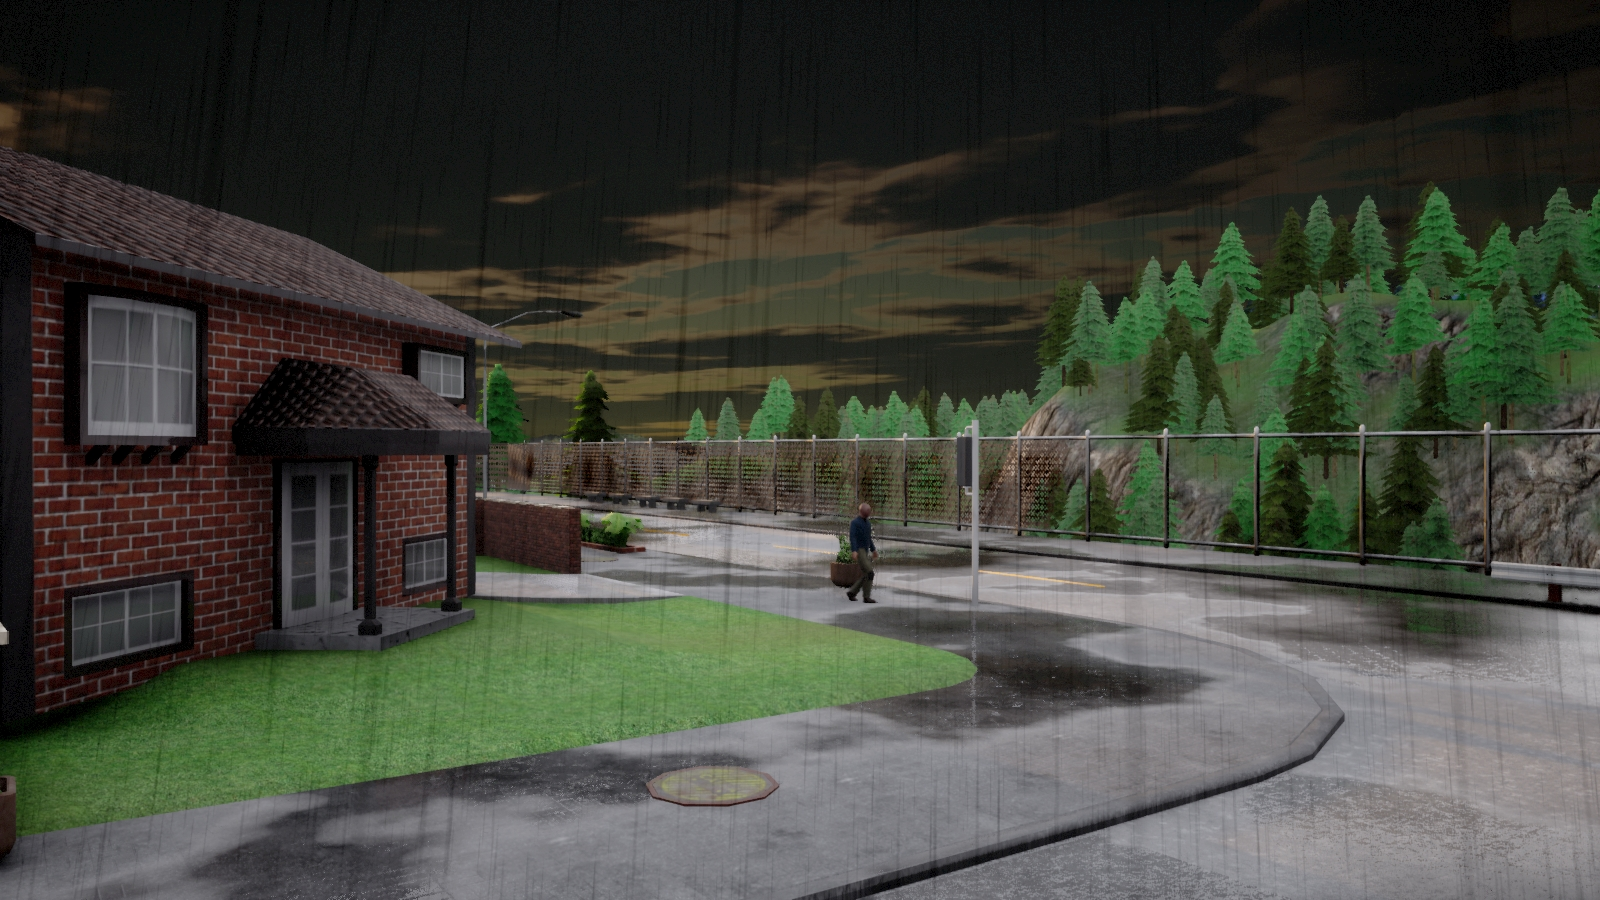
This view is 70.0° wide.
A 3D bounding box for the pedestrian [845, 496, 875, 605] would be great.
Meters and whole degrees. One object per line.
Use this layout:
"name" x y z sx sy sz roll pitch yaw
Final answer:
"pedestrian" 1.050 1.745 20.008 0.375 1.860 0.375 0 0 34
